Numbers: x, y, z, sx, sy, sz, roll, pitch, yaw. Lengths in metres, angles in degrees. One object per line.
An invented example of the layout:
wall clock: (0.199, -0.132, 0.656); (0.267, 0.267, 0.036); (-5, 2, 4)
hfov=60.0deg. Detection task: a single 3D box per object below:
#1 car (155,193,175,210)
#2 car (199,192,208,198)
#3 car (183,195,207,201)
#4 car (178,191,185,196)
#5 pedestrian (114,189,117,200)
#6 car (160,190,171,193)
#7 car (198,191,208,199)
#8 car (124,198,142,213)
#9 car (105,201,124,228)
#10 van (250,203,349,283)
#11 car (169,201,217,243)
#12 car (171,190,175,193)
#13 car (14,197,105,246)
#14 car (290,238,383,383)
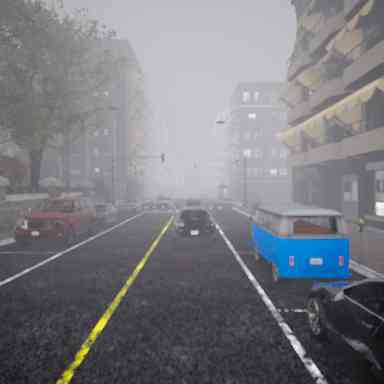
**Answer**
car: (-2.993, 1.193, 36.968); (2.033, 1.411, 5.357); (0, 1, 0)
car: (2.702, 0.715, 80.501); (1.887, 1.381, 4.507); (0, 1, 0)
car: (0.106, 1.239, 31.126); (1.994, 1.385, 4.181); (0, 1, 0)
car: (-2.982, 0.411, 95.540); (1.882, 1.535, 5.008); (0, 1, 0)
pedestrian: (-12.703, 0.338, 54.581); (0.375, 1.860, 0.375); (0, 0, -1)
car: (-5.682, 0.782, 63.593); (1.967, 1.590, 4.097); (0, 1, 0)
car: (2.701, 0.779, 74.863); (2.008, 1.369, 4.403); (0, 1, 0)
car: (-5.687, 1.256, 31.185); (1.802, 1.307, 4.206); (0, 1, 0)
car: (-5.689, 1.354, 20.115); (1.947, 1.339, 4.313); (0, 1, 0)
van: (2.688, 1.245, 9.042); (1.690, 1.788, 3.998); (0, 1, 0)
car: (0.102, 1.367, 15.035); (1.812, 1.442, 4.674); (0, 1, 0)
car: (-5.678, 0.371, 91.783); (2.192, 1.841, 5.009); (0, 1, 0)
car: (-5.692, 1.161, 14.578); (2.192, 1.841, 5.009); (0, 1, 0)
car: (2.688, 1.528, 3.509); (1.947, 1.339, 4.313); (0, 1, 0)
